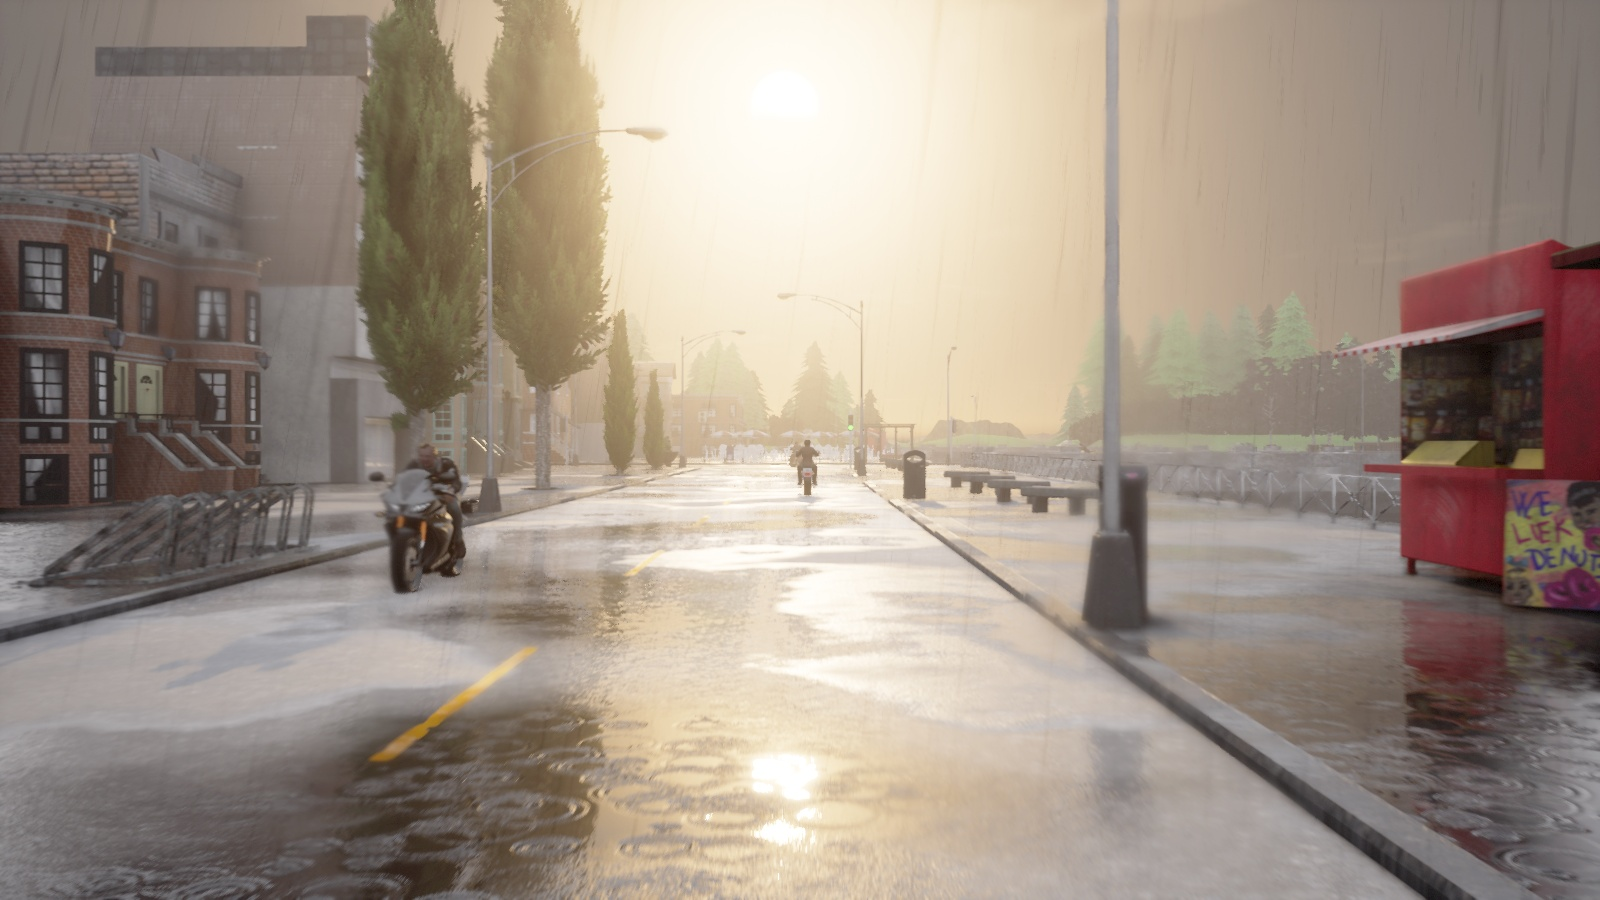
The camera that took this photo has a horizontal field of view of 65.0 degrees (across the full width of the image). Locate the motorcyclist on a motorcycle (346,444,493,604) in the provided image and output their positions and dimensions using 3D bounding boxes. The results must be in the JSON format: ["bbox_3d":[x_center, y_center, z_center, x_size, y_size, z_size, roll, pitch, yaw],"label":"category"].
[{"bbox_3d":[-3.912,0.704,13.130,0.866,1.530,2.191,0,0,0],"label":"motorcyclist on a motorcycle"}]

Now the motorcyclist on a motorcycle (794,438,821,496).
[{"bbox_3d":[0.220,0.488,37.043,0.766,1.649,2.350,0,0,0],"label":"motorcyclist on a motorcycle"}]
